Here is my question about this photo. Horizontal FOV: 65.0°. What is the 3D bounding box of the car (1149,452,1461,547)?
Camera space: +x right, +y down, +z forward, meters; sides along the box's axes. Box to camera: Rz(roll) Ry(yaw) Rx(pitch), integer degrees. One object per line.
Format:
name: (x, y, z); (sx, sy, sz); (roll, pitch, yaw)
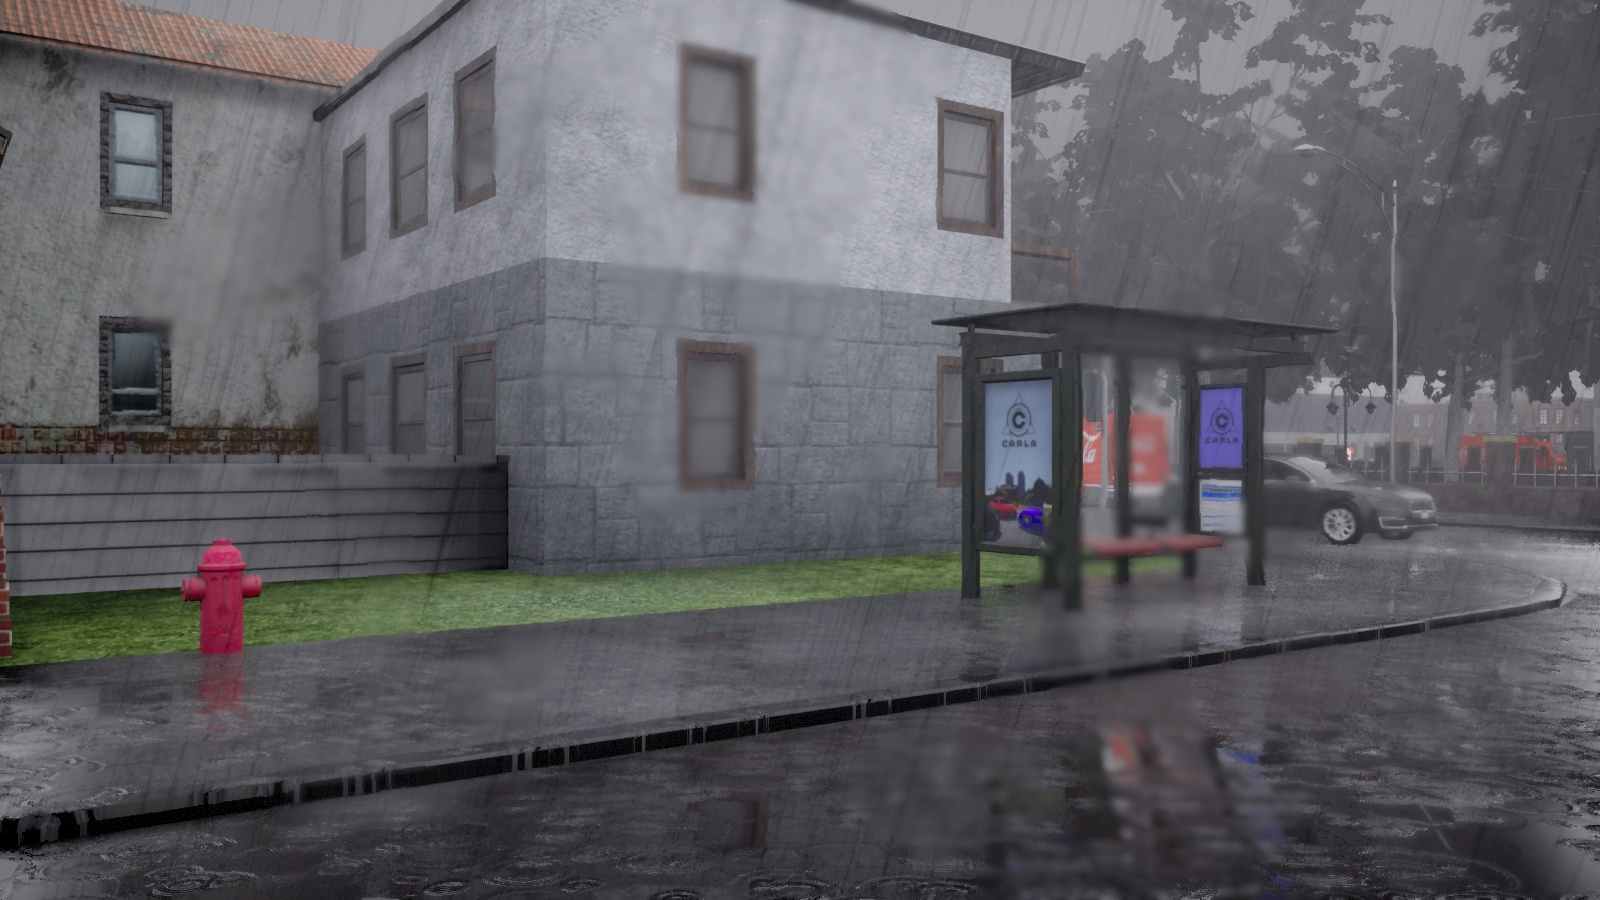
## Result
car: (8.734, 0.785, 22.160); (1.837, 1.490, 4.892); (0, 0, -35)

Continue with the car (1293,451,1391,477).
car: (32.083, 0.815, 74.473); (2.128, 1.511, 4.902); (0, 0, -35)

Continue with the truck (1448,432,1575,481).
truck: (37.659, 0.343, 66.606); (2.627, 2.467, 5.204); (0, 0, -35)
